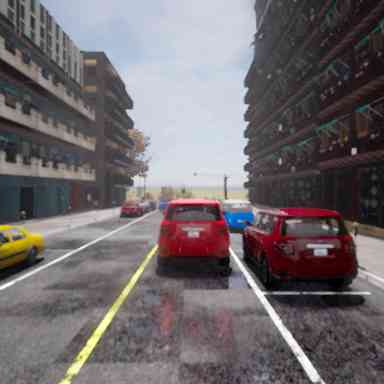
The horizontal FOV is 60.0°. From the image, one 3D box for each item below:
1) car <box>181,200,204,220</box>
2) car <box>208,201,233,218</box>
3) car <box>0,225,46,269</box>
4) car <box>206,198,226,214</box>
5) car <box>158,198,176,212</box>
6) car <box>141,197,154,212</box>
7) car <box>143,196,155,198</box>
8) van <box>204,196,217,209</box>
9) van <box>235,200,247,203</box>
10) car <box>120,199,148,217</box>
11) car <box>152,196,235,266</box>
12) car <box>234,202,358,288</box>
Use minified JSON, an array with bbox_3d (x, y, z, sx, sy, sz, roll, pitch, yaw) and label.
[{"bbox_3d":[0.080,1.552,29.558,1.882,1.535,5.008,0,0,0],"label":"car"},{"bbox_3d":[2.682,1.631,31.962,2.008,1.369,4.403,-1,0,0],"label":"car"},{"bbox_3d":[-5.701,1.551,9.081,1.752,1.417,4.829,-1,0,0],"label":"car"},{"bbox_3d":[2.681,1.531,37.627,1.967,1.590,4.097,-1,0,0],"label":"car"},{"bbox_3d":[-3.092,1.576,41.489,1.882,1.535,5.008,0,0,0],"label":"car"},{"bbox_3d":[-5.698,1.642,37.578,2.008,1.369,4.403,-1,0,0],"label":"car"},{"bbox_3d":[-5.701,1.417,43.243,2.192,1.841,5.009,-1,0,0],"label":"car"},{"bbox_3d":[2.680,1.452,48.956,1.690,1.788,3.998,-1,0,0],"label":"van"},{"bbox_3d":[2.678,1.396,20.631,1.690,1.788,3.998,-1,0,0],"label":"van"},{"bbox_3d":[-5.699,1.625,31.913,1.887,1.381,4.507,-1,0,0],"label":"car"},{"bbox_3d":[0.065,1.257,11.866,2.150,2.045,5.566,0,0,0],"label":"car"},{"bbox_3d":[2.676,1.341,9.302,2.192,1.841,5.009,-1,0,0],"label":"car"}]
